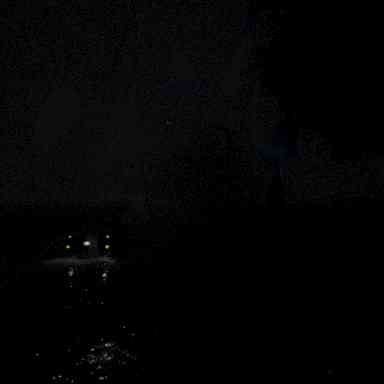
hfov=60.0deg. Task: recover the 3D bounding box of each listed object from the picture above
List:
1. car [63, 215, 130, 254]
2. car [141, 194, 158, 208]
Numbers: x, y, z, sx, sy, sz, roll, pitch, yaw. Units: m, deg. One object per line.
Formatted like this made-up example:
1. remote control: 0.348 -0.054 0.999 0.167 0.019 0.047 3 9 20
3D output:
1. car: -3.877 1.702 14.111 1.994 1.385 4.181 0 -1 -2
2. car: -6.896 1.601 55.208 2.150 2.045 5.566 0 0 -6
